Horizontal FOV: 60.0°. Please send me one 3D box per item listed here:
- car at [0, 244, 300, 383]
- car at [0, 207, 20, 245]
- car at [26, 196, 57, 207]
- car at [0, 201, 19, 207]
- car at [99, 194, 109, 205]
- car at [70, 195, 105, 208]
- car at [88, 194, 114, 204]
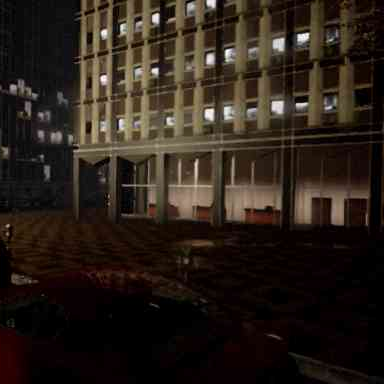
[{"bbox_3d":[-1.165,1.544,3.688,4.507,1.381,1.887,0,1,36],"label":"car"},{"bbox_3d":[-5.749,1.312,6.950,5.009,1.841,2.192,0,1,36],"label":"car"},{"bbox_3d":[-21.178,1.294,47.140,1.947,1.339,4.313,2,1,30],"label":"car"},{"bbox_3d":[-19.537,1.533,33.306,1.947,1.339,4.313,2,1,30],"label":"car"},{"bbox_3d":[-15.212,1.244,52.216,1.837,1.490,4.892,1,1,30],"label":"car"},{"bbox_3d":[-13.850,1.483,43.073,1.802,1.307,4.206,2,1,30],"label":"car"},{"bbox_3d":[-15.485,1.103,56.912,1.967,1.590,4.097,2,1,30],"label":"car"}]
